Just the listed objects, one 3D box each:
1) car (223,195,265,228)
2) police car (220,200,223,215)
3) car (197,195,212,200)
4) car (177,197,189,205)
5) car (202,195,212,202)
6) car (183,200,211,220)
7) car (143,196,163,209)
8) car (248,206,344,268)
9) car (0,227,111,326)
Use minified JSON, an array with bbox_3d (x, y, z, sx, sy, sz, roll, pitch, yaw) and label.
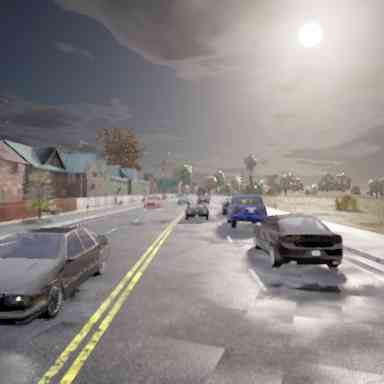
[{"bbox_3d":[3.552,1.211,22.303,2.150,2.045,5.566,0,0,1],"label":"car"},{"bbox_3d":[3.904,1.412,33.322,1.930,1.638,5.238,0,0,2],"label":"police car"},{"bbox_3d":[1.999,1.341,58.686,2.097,1.767,4.553,0,0,4],"label":"car"},{"bbox_3d":[-1.420,1.517,56.840,1.812,1.442,4.674,0,0,4],"label":"car"},{"bbox_3d":[3.698,1.545,80.803,2.033,1.411,5.357,0,0,5],"label":"car"},{"bbox_3d":[0.470,1.590,28.042,1.895,1.301,4.718,0,0,2],"label":"car"},{"bbox_3d":[-5.347,1.343,46.055,2.097,1.767,4.553,0,0,3],"label":"car"},{"bbox_3d":[3.333,1.472,11.331,1.882,1.535,5.008,0,0,1],"label":"car"},{"bbox_3d":[-3.300,1.541,7.572,2.033,1.411,5.357,0,0,1],"label":"car"}]
